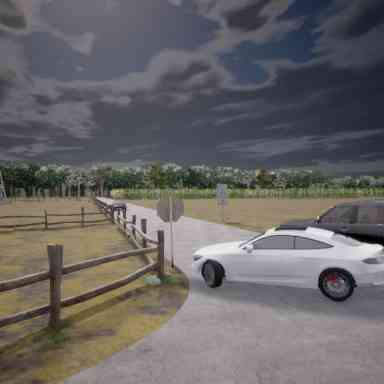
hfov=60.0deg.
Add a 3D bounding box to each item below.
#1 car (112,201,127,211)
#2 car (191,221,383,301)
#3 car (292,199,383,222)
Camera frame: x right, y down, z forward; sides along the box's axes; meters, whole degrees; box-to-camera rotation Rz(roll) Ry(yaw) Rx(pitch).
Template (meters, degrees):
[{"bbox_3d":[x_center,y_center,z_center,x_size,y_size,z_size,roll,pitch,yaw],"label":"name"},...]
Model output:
[{"bbox_3d":[-10.869,1.988,49.470,2.033,1.411,5.357,-2,0,-18],"label":"car"},{"bbox_3d":[2.246,1.614,8.345,4.674,1.442,1.812,-2,0,25],"label":"car"},{"bbox_3d":[5.108,1.231,9.829,2.150,2.045,5.566,-2,0,-40],"label":"car"}]
